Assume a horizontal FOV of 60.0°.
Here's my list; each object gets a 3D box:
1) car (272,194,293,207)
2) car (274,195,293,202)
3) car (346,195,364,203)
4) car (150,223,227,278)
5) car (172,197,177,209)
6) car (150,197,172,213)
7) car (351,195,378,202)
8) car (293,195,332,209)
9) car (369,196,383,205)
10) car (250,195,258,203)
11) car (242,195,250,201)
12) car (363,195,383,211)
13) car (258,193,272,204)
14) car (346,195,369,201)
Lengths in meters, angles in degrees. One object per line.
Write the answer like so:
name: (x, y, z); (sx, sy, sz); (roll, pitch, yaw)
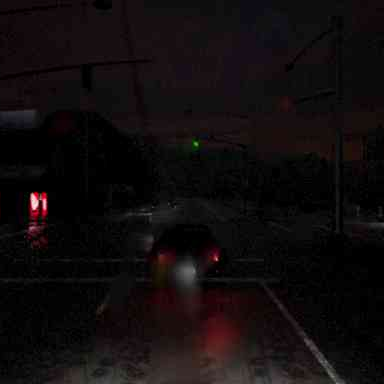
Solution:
car: (14.160, 1.226, 46.012); (5.027, 1.636, 2.152); (0, 0, 0)
car: (21.299, 1.496, 77.317); (3.806, 1.475, 1.970); (0, 0, 0)
car: (32.293, 1.416, 65.326); (3.633, 1.501, 1.845); (0, 0, 0)
car: (-0.307, 1.608, 10.194); (1.895, 1.301, 4.718); (0, 0, -6)
car: (-3.590, 1.564, 47.516); (1.837, 1.490, 4.892); (0, 0, 0)
car: (-3.598, 1.552, 37.899); (1.837, 1.490, 4.892); (0, 0, 0)
car: (39.965, 1.442, 77.174); (5.027, 1.636, 2.152); (0, 0, 0)
car: (14.485, 1.297, 39.595); (3.806, 1.475, 1.970); (0, 0, 0)
car: (32.253, 1.382, 55.334); (4.514, 1.523, 2.007); (0, 0, 0)
car: (13.744, 1.189, 61.712); (4.605, 1.855, 1.932); (0, 0, 0)
car: (13.878, 1.489, 80.296); (3.633, 1.501, 1.845); (0, 0, 0)
car: (21.535, 1.358, 35.933); (4.514, 1.523, 2.007); (0, 0, 0)
car: (14.157, 1.165, 58.807); (3.866, 1.878, 1.905); (0, 0, 0)
car: (39.912, 1.454, 80.311); (4.514, 1.523, 2.007); (0, 0, 0)
